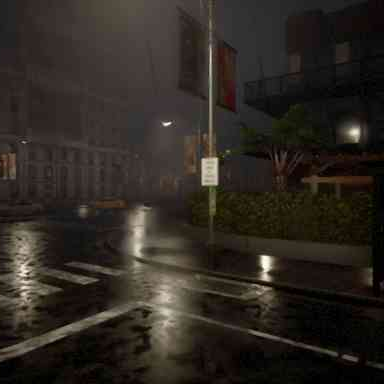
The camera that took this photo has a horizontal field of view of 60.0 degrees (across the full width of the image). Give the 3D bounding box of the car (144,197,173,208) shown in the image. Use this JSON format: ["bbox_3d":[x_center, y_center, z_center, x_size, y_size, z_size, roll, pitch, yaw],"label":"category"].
[{"bbox_3d":[-4.647,1.518,46.827,1.837,1.490,4.892,0,-1,36],"label":"car"}]

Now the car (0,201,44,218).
[{"bbox_3d":[-16.046,1.536,30.707,1.812,1.442,4.674,0,0,35],"label":"car"}]

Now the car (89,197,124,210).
[{"bbox_3d":[-11.190,1.490,43.676,1.882,1.535,5.008,0,0,35],"label":"car"}]
